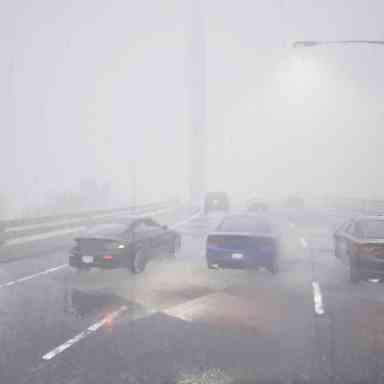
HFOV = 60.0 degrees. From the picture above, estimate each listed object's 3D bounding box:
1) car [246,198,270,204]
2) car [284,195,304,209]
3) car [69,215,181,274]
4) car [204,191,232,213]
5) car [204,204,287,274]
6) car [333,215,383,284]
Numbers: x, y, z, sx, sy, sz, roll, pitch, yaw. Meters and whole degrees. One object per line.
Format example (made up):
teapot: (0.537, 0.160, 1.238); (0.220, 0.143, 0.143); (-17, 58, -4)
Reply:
car: (5.639, 1.248, 28.358); (1.812, 1.442, 4.674); (0, 0, 8)
car: (11.533, 1.080, 37.668); (1.882, 1.535, 5.008); (0, 0, 12)
car: (-1.847, 1.452, 10.331); (1.812, 1.442, 4.674); (0, 1, 18)
car: (2.324, 0.955, 29.786); (2.150, 2.045, 5.566); (0, 1, 8)
car: (1.837, 1.377, 10.442); (1.882, 1.535, 5.008); (0, 1, 17)
car: (5.034, 1.367, 9.001); (1.882, 1.535, 5.008); (0, 1, 17)
